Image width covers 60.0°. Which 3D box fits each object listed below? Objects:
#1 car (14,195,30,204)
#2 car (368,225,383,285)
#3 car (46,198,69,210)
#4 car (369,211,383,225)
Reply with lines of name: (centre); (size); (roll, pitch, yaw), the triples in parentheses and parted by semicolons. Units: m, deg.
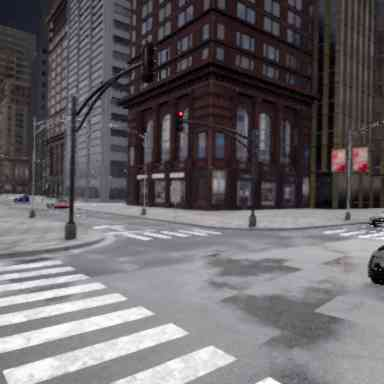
car: (-28.986, 1.186, 56.695); (1.882, 1.535, 5.008); (1, 0, -38)
car: (6.300, 1.644, 8.485); (4.181, 1.385, 1.994); (1, 0, -38)
car: (-16.187, 1.413, 40.253); (1.994, 1.385, 4.181); (1, -1, -38)
car: (14.458, 1.782, 23.246); (5.357, 1.411, 2.033); (1, 0, -37)
